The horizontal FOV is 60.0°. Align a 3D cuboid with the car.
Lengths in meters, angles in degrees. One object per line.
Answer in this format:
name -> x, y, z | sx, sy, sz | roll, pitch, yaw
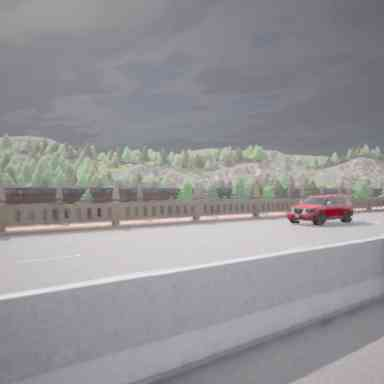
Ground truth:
car -> 9.139, 1.225, 23.419 | 5.566, 2.045, 2.150 | 0, 0, -36
